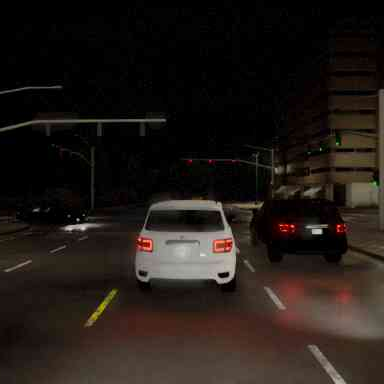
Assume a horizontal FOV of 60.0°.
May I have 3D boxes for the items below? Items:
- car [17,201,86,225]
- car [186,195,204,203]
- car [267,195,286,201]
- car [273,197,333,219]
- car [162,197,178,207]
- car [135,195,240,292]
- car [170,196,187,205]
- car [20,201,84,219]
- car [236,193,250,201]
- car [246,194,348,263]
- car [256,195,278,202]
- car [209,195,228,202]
[{"bbox_3d":[-10.286,1.569,24.174,5.357,1.411,2.033,-1,-1,26],"label":"car"},{"bbox_3d":[0.656,1.478,70.349,1.882,1.535,5.008,0,0,23],"label":"car"},{"bbox_3d":[21.833,1.524,86.237,4.674,1.442,1.812,0,0,-22],"label":"car"},{"bbox_3d":[9.755,1.386,29.415,4.553,1.767,2.097,1,0,0],"label":"car"},{"bbox_3d":[-3.367,1.505,51.586,1.837,1.490,4.892,0,0,3],"label":"car"},{"bbox_3d":[0.015,1.221,9.130,2.150,2.045,5.566,0,0,4],"label":"car"},{"bbox_3d":[-2.431,1.505,60.822,1.837,1.490,4.892,0,0,13],"label":"car"},{"bbox_3d":[-12.221,1.551,29.286,4.892,1.490,1.837,-1,0,0],"label":"car"},{"bbox_3d":[13.067,1.225,80.719,5.566,2.045,2.150,0,0,-41],"label":"car"},{"bbox_3d":[3.576,1.221,12.156,2.150,2.045,5.566,0,0,0],"label":"car"},{"bbox_3d":[18.195,1.540,80.211,5.357,1.411,2.033,0,0,-34],"label":"car"},{"bbox_3d":[6.374,1.525,78.980,2.128,1.511,4.902,0,0,38],"label":"car"}]
